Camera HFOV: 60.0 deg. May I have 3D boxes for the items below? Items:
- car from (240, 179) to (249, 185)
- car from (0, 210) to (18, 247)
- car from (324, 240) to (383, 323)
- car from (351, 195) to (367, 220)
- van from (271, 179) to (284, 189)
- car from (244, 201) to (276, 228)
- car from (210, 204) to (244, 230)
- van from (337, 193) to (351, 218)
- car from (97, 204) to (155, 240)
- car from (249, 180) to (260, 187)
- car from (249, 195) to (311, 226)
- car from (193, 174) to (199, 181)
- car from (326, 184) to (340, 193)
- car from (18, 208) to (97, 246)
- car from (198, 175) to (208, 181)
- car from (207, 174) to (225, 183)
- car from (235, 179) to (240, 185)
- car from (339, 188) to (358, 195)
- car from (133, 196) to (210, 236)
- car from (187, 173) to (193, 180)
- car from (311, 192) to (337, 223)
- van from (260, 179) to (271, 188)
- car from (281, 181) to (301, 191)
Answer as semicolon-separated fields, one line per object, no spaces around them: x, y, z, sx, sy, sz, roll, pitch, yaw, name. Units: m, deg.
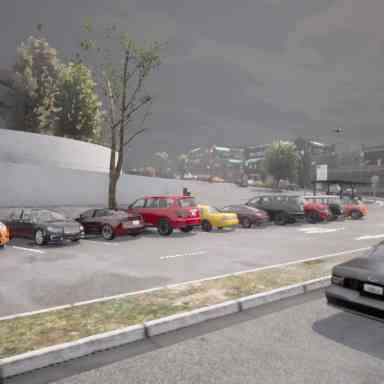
13.705;-2.042;77.331;2.002;1.452;4.674;7;3;35;car
-9.449;1.367;13.508;4.553;1.767;2.185;-1;-1;34;car
4.849;1.554;6.603;5.357;1.411;2.033;0;0;-35;car
12.676;1.405;29.093;4.553;1.767;2.185;-1;-1;35;car
18.850;-1.489;69.815;1.878;1.987;4.442;7;4;35;van
2.797;1.550;22.197;4.674;1.452;2.002;-1;-1;35;car
0.192;1.504;20.566;5.366;1.575;1.946;-1;-1;34;car
10.269;1.298;27.340;4.442;1.987;1.878;-1;-1;35;van
-4.567;1.525;16.987;4.792;1.488;2.163;-1;-1;34;car
15.540;-1.810;75.013;1.946;1.575;5.366;7;3;35;car
5.222;1.264;23.958;5.566;2.045;2.435;-1;-1;35;car
3.193;-3.848;92.015;2.185;1.767;4.553;6;3;34;car
25.834;-0.424;60.076;2.435;2.045;5.566;7;3;35;car
-6.985;1.495;15.237;4.892;1.521;2.231;-1;-1;34;car
4.990;-3.697;89.551;2.435;2.045;5.566;7;3;34;car
6.844;-3.174;87.294;1.946;1.575;5.366;7;3;34;car
11.960;-2.315;79.791;2.002;1.452;4.674;7;3;35;car
27.528;0.138;57.606;2.002;1.452;4.674;7;3;35;car
-2.125;1.249;18.736;5.566;2.045;2.435;-1;-1;34;car
1.460;-4.083;94.482;2.185;1.767;4.553;4;1;33;car
7.733;1.268;25.666;5.566;2.045;2.435;-1;-1;35;car
17.118;-1.762;72.284;1.878;1.987;4.442;7;4;35;van
20.613;-0.990;67.455;2.231;1.521;4.892;7;3;35;car
